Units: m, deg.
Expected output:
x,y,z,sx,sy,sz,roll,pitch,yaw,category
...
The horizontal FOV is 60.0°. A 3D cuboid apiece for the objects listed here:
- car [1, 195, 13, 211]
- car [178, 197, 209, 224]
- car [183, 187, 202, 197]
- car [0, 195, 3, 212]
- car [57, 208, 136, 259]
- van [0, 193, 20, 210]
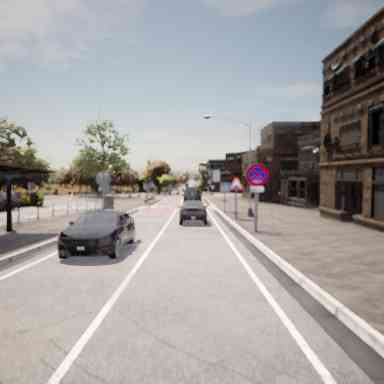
x,y,z,sx,sy,sz,roll,pitch,yaw,category
-22.169,1.379,35.213,4.792,1.488,2.163,0,0,0,car
0.088,1.348,23.373,1.837,1.490,4.892,0,1,0,car
0.072,0.650,40.986,2.150,2.045,5.566,0,-6,0,car
-21.949,1.356,32.436,5.366,1.575,1.946,0,0,0,car
-3.356,1.418,12.523,1.882,1.535,5.008,0,0,0,car
-22.028,1.114,37.986,4.442,1.987,1.878,0,0,0,van
